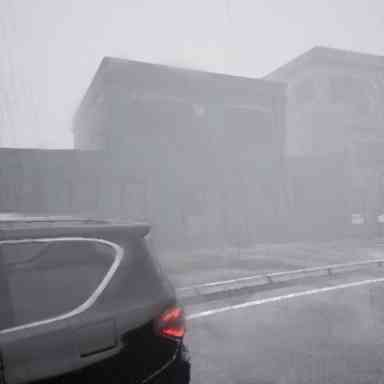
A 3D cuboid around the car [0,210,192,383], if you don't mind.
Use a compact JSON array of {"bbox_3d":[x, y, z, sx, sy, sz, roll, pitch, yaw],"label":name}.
[{"bbox_3d":[-2.617,1.192,1.963,5.566,2.045,2.150,0,0,-35],"label":"car"}]
